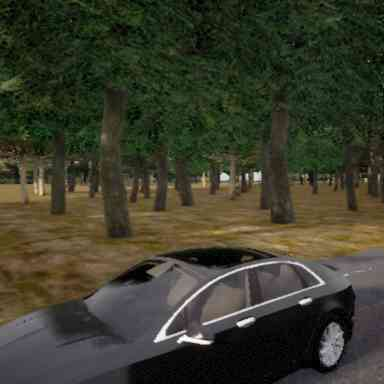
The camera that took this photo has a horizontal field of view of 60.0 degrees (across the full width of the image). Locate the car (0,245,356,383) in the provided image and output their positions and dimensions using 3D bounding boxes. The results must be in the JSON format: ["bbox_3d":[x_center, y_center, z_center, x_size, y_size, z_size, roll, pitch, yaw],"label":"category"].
[{"bbox_3d":[0.077,1.503,4.045,4.892,1.490,1.837,0,0,-35],"label":"car"}]
